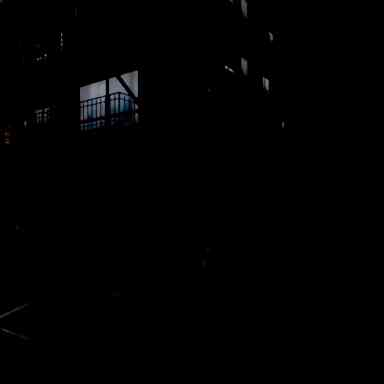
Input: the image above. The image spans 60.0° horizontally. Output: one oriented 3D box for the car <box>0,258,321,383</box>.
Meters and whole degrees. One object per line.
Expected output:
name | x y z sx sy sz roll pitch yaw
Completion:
car | -0.892 1.566 3.510 4.313 1.339 1.947 0 0 35
